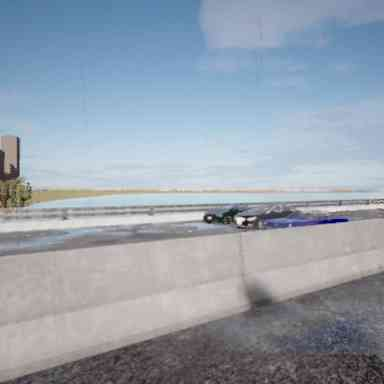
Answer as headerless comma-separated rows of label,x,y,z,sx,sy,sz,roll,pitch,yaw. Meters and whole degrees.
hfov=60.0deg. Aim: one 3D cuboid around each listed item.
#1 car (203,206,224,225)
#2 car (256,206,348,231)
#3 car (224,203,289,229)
car,2.804,1.530,23.124,4.181,1.385,1.994,0,0,-35
car,5.674,1.571,16.586,4.718,1.301,1.895,0,0,-35
car,4.668,1.458,20.156,4.902,1.511,2.128,0,0,-35
